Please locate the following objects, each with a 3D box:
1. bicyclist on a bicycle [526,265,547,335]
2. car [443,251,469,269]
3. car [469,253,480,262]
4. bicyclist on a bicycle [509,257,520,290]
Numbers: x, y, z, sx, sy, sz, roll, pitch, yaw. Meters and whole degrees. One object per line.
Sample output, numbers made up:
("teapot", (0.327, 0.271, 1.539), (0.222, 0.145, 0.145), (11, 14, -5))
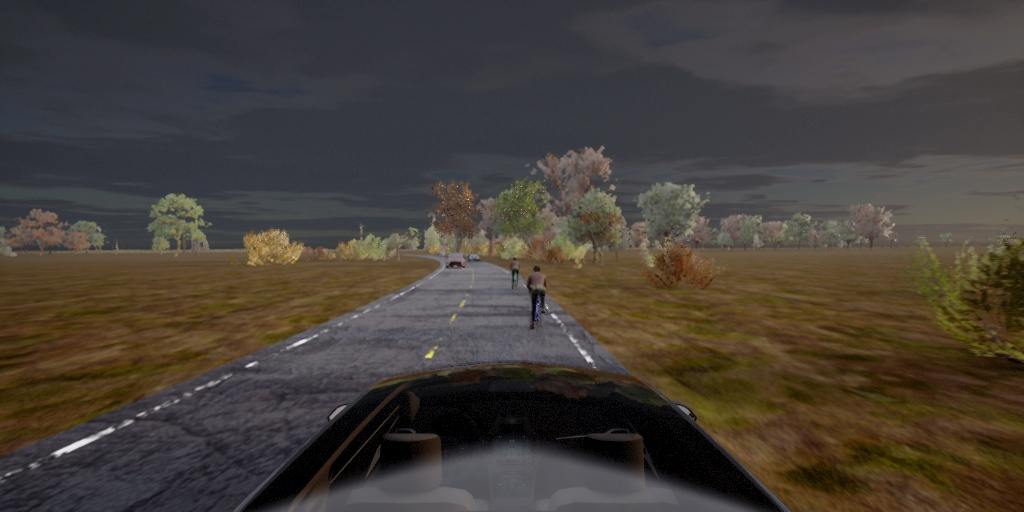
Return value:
("bicyclist on a bicycle", (0.638, 1.065, 8.987), (0.582, 1.620, 1.656), (0, 1, -2))
("car", (-6.075, 0.421, 38.800), (2.097, 1.767, 4.553), (0, 1, -8))
("car", (-6.318, 0.276, 57.558), (2.033, 1.411, 5.357), (0, 1, -12))
("bicyclist on a bicycle", (0.160, 0.897, 18.060), (0.582, 1.620, 1.656), (0, 1, -4))
